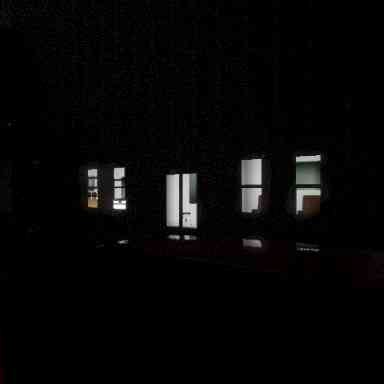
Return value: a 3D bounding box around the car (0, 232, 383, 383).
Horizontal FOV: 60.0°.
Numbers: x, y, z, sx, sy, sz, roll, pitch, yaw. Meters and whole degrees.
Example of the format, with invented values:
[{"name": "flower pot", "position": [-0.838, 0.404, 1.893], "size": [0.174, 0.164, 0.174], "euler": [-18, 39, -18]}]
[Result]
[{"name": "car", "position": [-0.317, 1.312, 2.952], "size": [5.009, 1.841, 2.192], "euler": [0, 0, 36]}]
